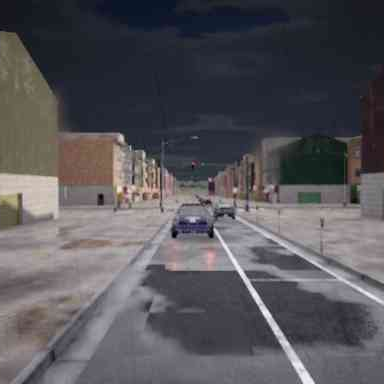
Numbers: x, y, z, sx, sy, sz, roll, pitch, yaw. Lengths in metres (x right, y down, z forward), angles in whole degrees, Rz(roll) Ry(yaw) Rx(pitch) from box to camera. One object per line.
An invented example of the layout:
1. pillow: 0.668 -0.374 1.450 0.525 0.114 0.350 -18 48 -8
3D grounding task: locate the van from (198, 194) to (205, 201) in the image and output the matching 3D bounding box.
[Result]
1. van: 2.622 1.450 93.690 1.690 1.788 3.998 -1 0 0

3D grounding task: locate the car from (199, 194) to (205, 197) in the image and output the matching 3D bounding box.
1. car: 2.625 1.606 60.494 1.887 1.381 4.507 -1 0 0

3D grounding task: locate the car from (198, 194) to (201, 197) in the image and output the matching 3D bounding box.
1. car: 2.626 1.659 71.559 1.802 1.307 4.206 -1 0 0

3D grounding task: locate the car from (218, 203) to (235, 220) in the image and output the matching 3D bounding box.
1. car: 2.624 1.571 28.049 2.008 1.369 4.403 -1 0 0

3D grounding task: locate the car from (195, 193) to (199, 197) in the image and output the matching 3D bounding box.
1. car: 2.624 1.541 88.157 1.967 1.590 4.097 -1 0 0

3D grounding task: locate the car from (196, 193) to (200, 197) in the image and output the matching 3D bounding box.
1. car: 2.626 1.637 82.624 1.887 1.381 4.507 -1 0 0

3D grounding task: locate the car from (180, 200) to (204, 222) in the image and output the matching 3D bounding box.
1. car: 0.019 1.497 27.752 1.882 1.535 5.008 0 0 1

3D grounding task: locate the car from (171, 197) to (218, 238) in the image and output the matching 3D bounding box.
1. car: 0.048 1.363 17.877 2.097 1.767 4.553 0 0 0
